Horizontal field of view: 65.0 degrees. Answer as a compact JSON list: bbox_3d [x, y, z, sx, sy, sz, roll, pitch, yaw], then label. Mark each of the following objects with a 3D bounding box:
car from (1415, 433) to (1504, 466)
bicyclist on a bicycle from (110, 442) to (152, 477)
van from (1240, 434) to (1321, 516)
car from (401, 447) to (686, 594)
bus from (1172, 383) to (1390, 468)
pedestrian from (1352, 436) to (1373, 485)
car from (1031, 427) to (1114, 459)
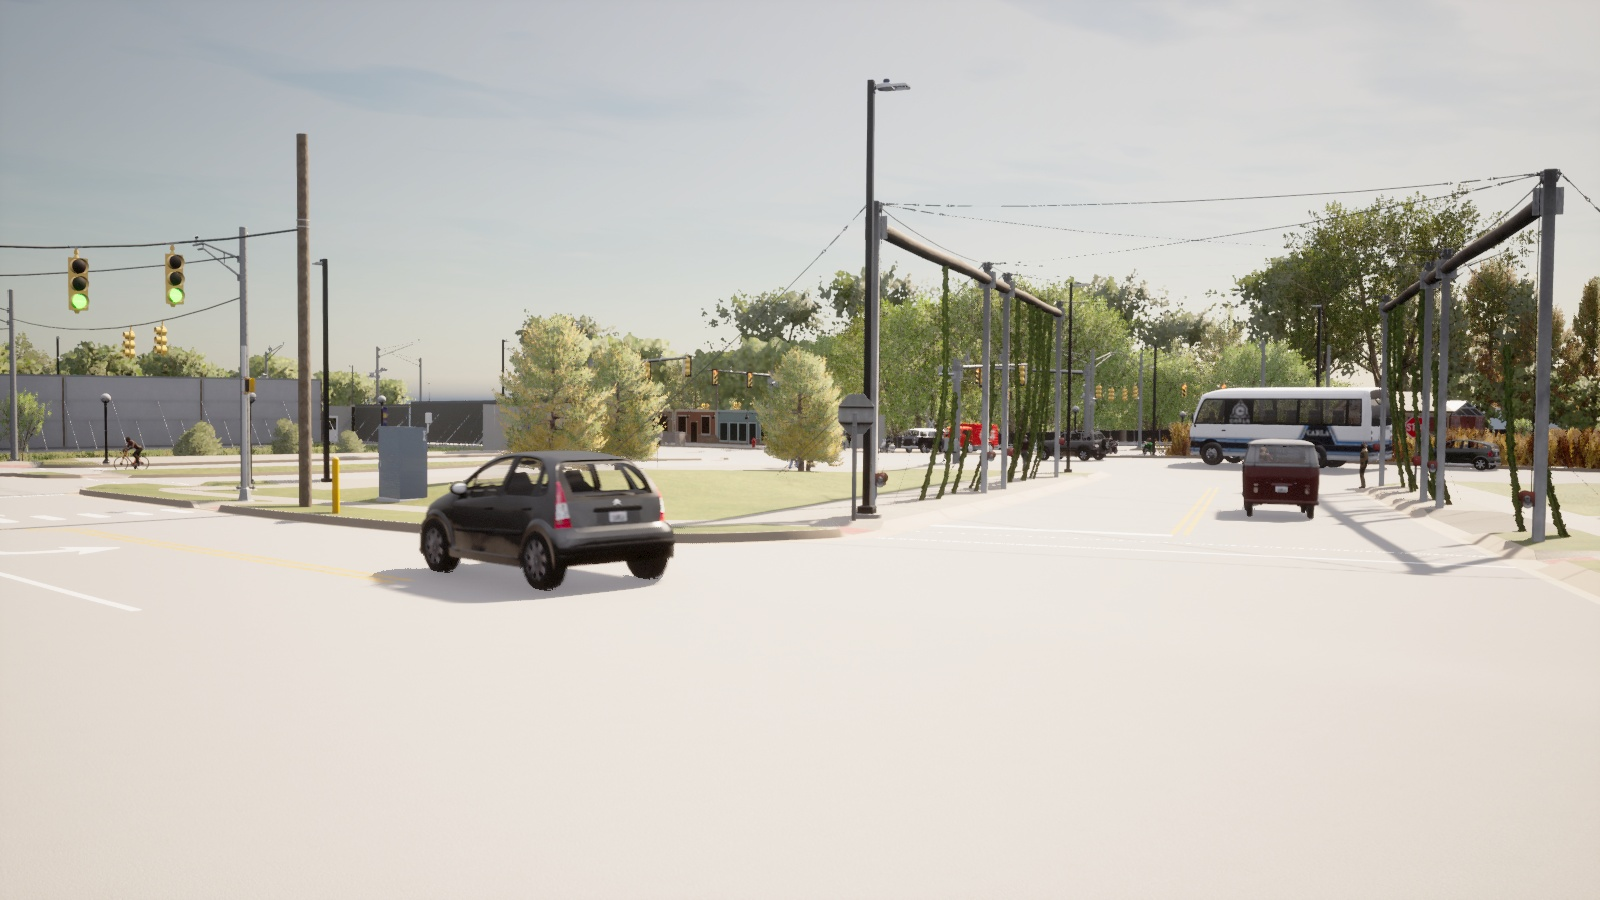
[{"bbox_3d":[34.011,-0.041,64.822,3.705,1.549,1.789,2,3,44],"label":"car"},{"bbox_3d":[-31.949,0.447,60.015,0.582,1.620,1.656,1,2,39],"label":"bicyclist on a bicycle"},{"bbox_3d":[12.604,0.591,33.125,1.775,1.987,4.442,1,1,18],"label":"van"},{"bbox_3d":[-3.425,0.795,16.300,1.851,1.617,3.988,-2,1,-41],"label":"car"},{"bbox_3d":[25.762,-1.439,67.762,10.273,4.253,3.944,2,4,44],"label":"bus"},{"bbox_3d":[22.309,0.418,49.778,0.692,1.930,0.396,1,3,29],"label":"pedestrian"},{"bbox_3d":[16.627,-0.408,76.758,4.605,1.855,1.932,0,2,44],"label":"car"}]
